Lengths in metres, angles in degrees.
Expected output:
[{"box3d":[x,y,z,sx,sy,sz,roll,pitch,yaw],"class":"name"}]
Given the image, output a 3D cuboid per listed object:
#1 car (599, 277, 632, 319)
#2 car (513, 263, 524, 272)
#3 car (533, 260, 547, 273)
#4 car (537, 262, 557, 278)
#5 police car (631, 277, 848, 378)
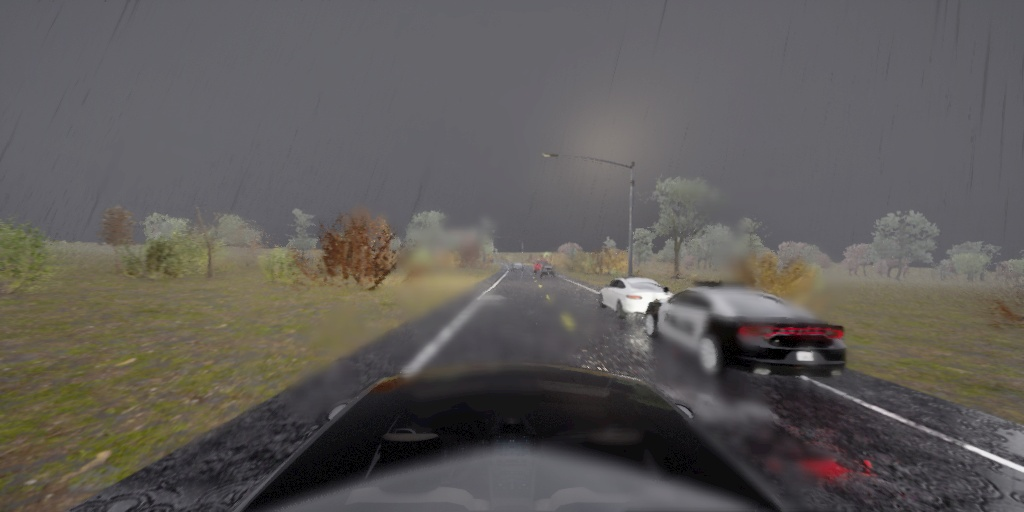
[{"box3d":[4.710,1.543,14.001,1.812,1.442,4.674,2,-1,1],"class":"car"},{"box3d":[1.015,1.910,62.572,1.812,1.442,4.674,2,0,0],"class":"car"},{"box3d":[4.509,1.643,55.622,2.150,2.045,5.566,2,-1,0],"class":"car"},{"box3d":[4.375,1.818,43.758,1.837,1.490,4.892,2,0,2],"class":"car"},{"box3d":[4.585,1.374,8.113,1.930,1.638,5.238,2,-1,1],"class":"police car"}]
